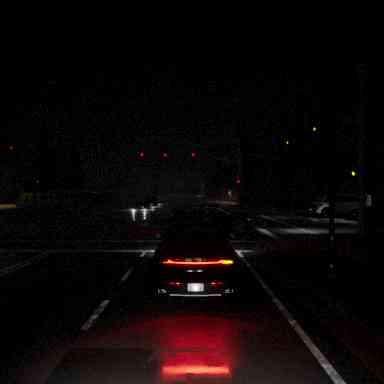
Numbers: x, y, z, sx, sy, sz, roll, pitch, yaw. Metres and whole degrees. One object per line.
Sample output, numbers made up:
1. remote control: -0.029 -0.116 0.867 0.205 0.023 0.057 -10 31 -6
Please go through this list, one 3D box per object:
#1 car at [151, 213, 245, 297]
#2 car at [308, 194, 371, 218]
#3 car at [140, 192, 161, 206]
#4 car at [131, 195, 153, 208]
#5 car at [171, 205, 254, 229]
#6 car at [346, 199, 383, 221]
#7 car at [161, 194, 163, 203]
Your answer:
1. car: 0.072 1.505 8.534 1.837 1.490 4.892 0 0 0
2. car: 13.432 1.221 29.918 5.566 2.045 2.150 0 0 -1
3. car: -7.163 1.222 56.922 2.150 2.045 5.566 0 0 0
4. car: -7.156 1.526 47.165 1.812 1.442 4.674 0 0 0
5. car: 1.101 1.491 19.171 4.902 1.511 2.128 0 0 1
6. car: 15.206 1.526 26.473 4.674 1.442 1.812 0 0 -1
7. car: -7.117 1.222 67.126 2.150 2.045 5.566 0 0 1
